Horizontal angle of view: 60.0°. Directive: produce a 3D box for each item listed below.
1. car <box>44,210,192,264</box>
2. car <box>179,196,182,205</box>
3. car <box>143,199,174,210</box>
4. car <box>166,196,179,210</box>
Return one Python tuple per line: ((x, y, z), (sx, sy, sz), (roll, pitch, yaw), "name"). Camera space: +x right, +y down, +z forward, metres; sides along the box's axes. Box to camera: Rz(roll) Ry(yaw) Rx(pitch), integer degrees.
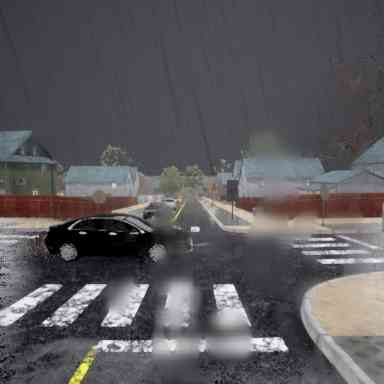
((-2.440, 1.503, 11.269), (4.892, 1.490, 1.837), (0, 1, 5), "car")
((-2.851, 1.518, 61.587), (1.882, 1.535, 5.008), (0, 0, 0), "car")
((-2.892, 1.539, 27.781), (2.033, 1.411, 5.357), (0, 0, 0), "car")
((-2.911, 1.528, 41.104), (1.812, 1.442, 4.674), (0, 0, 0), "car")
